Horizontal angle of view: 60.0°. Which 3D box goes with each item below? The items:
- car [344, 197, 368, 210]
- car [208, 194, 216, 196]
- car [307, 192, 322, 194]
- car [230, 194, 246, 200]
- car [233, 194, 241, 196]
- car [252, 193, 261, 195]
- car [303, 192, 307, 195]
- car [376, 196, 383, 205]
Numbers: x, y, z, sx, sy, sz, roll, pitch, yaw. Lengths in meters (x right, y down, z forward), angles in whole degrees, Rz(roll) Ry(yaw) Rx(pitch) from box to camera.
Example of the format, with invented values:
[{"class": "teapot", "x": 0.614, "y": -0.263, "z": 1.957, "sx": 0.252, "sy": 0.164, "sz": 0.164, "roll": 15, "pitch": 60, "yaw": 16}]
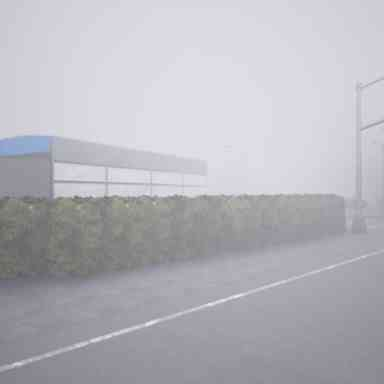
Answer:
[{"class": "car", "x": 19.236, "y": 1.320, "z": 39.639, "sx": 4.514, "sy": 1.523, "sz": 2.007, "roll": 0, "pitch": 0, "yaw": -41}, {"class": "car", "x": 4.355, "y": 1.269, "z": 85.307, "sx": 4.514, "sy": 1.523, "sz": 2.007, "roll": 0, "pitch": 0, "yaw": -41}, {"class": "car", "x": 27.031, "y": 1.065, "z": 70.781, "sx": 4.605, "sy": 1.855, "sz": 1.932, "roll": 0, "pitch": 0, "yaw": -41}, {"class": "car", "x": 12.092, "y": 1.200, "z": 87.107, "sx": 3.806, "sy": 1.475, "sz": 1.970, "roll": 0, "pitch": 0, "yaw": -41}, {"class": "car", "x": 8.820, "y": 1.274, "z": 63.597, "sx": 4.514, "sy": 1.523, "sz": 2.007, "roll": 0, "pitch": 0, "yaw": -41}, {"class": "car", "x": 16.510, "y": 1.121, "z": 82.442, "sx": 5.027, "sy": 1.636, "sz": 2.152, "roll": 0, "pitch": 0, "yaw": -41}, {"class": "car", "x": 24.829, "y": 1.045, "z": 72.721, "sx": 3.866, "sy": 1.878, "sz": 1.905, "roll": 0, "pitch": 0, "yaw": -41}, {"class": "car", "x": 31.434, "y": 1.356, "z": 54.012, "sx": 3.806, "sy": 1.475, "sz": 1.970, "roll": 0, "pitch": 0, "yaw": -41}]
